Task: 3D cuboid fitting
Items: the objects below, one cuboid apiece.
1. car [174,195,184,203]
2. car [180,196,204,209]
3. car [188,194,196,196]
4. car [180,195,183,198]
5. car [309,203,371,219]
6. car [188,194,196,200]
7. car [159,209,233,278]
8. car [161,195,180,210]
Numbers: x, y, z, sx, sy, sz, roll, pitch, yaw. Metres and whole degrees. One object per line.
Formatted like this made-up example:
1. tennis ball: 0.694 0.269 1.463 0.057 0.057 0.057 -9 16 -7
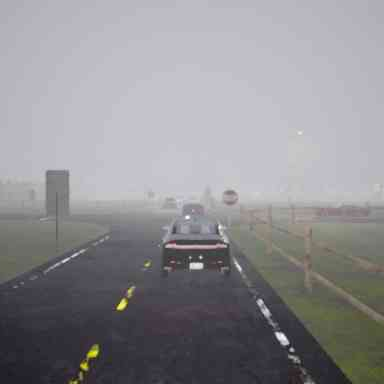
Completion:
1. car: -2.731 1.353 69.236 1.882 1.535 5.008 0 0 0
2. car: 0.107 1.423 30.719 1.882 1.535 5.008 0 0 0
3. car: 0.020 1.452 74.422 1.895 1.301 4.718 0 0 0
4. car: -2.775 1.496 58.393 1.895 1.301 4.718 0 0 1
5. car: 12.933 1.663 29.343 4.718 1.301 1.895 0 0 1
6. car: 0.023 1.201 84.394 1.812 1.442 4.674 0 0 0
7. car: 0.103 1.473 10.032 2.128 1.511 4.902 0 0 0
8. car: -2.792 1.428 42.287 1.837 1.490 4.892 0 0 -1
